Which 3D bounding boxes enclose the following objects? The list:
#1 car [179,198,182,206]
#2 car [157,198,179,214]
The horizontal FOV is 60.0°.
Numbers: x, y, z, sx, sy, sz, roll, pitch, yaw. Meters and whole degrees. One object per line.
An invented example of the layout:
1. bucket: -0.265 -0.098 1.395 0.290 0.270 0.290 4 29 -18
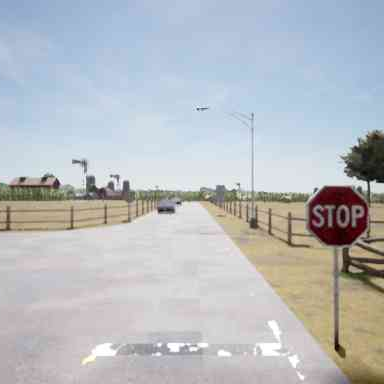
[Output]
1. car: -2.774 1.714 60.023 2.033 1.411 5.357 0 0 0
2. car: -2.766 1.565 36.760 1.882 1.535 5.008 0 0 0
